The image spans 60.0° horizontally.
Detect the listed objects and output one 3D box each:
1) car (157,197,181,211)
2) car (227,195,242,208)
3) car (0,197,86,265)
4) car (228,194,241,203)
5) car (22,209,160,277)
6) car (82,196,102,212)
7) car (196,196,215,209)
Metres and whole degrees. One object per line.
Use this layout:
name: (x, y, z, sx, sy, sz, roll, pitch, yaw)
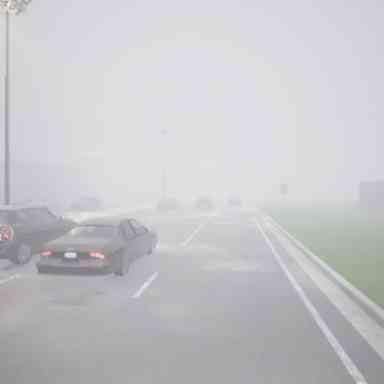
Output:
car: (-2.475, 1.277, 36.232, 1.994, 1.385, 4.181, 0, 0, 8)
car: (5.461, 1.252, 42.694, 2.033, 1.411, 5.357, 0, 0, 8)
car: (-5.719, 1.236, 11.428, 2.097, 1.767, 4.553, 0, 0, 6)
car: (7.396, 1.147, 57.781, 2.033, 1.411, 5.357, 0, 0, 8)
car: (-2.434, 1.459, 10.007, 2.033, 1.411, 5.357, 0, 0, 7)
car: (-10.955, 1.187, 34.671, 1.837, 1.490, 4.892, 0, 0, 8)
car: (1.548, 1.210, 39.867, 1.837, 1.490, 4.892, 0, 0, 8)
